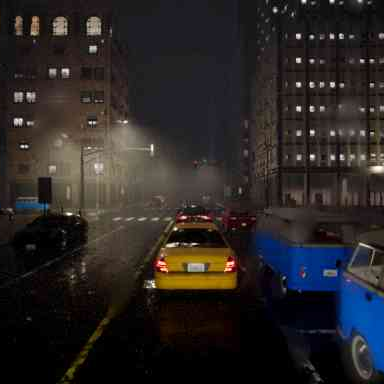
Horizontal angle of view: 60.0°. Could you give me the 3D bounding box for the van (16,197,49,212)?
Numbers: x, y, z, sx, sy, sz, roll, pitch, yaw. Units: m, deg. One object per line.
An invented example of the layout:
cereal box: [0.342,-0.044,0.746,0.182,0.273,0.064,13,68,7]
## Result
van: [-19.732,1.525,40.804,3.998,1.788,1.690,0,0,1]

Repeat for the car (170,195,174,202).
car: [-5.673,1.517,74.539,2.008,1.369,4.403,1,0,0]

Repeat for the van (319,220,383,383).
van: [2.704,1.342,2.758,1.690,1.788,3.998,1,0,0]

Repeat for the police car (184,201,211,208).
police car: [0.106,1.505,19.415,2.038,1.542,4.974,0,0,0]

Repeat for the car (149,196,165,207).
car: [-5.676,1.572,51.933,1.802,1.307,4.206,1,0,0]

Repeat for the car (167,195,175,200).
car: [-5.671,1.472,91.325,1.752,1.417,4.829,1,0,0]

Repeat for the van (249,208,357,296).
van: [2.704,1.343,8.335,1.690,1.788,3.998,1,0,0]

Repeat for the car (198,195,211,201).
car: [2.706,1.529,63.235,2.008,1.369,4.403,1,0,0]

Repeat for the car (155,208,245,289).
car: [0.098,1.458,9.095,1.801,1.575,5.366,0,0,0]

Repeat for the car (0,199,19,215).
car: [-19.840,1.620,32.423,4.403,1.369,2.008,0,0,1]

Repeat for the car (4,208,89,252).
car: [-5.679,1.567,13.918,1.947,1.339,4.313,1,0,0]

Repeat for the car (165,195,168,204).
car: [-5.673,1.425,57.586,1.967,1.590,4.097,1,0,0]

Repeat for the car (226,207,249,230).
car: [2.702,1.545,19.488,1.887,1.381,4.507,1,0,0]

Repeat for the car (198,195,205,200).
car: [2.709,1.472,91.663,1.752,1.417,4.829,1,0,0]

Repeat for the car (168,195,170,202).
car: [-5.674,1.560,63.237,1.802,1.307,4.206,1,0,0]

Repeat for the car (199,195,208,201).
car: [2.708,1.510,80.189,2.008,1.369,4.403,1,0,0]

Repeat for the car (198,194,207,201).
car: [2.710,1.393,85.841,1.967,1.590,4.097,1,0,0]

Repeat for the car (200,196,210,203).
car: [2.707,1.517,68.886,1.887,1.381,4.507,1,0,0]
